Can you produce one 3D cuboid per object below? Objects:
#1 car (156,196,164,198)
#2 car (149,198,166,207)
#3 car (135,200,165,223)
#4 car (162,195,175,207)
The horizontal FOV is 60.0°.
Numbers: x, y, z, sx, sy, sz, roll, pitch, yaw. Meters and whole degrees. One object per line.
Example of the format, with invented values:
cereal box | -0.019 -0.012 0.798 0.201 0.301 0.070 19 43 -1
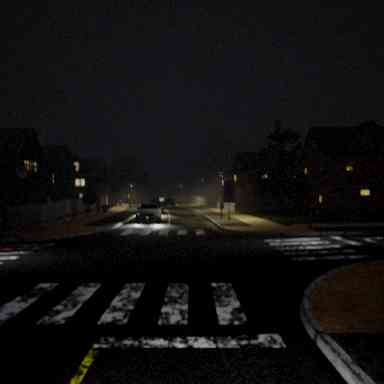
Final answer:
car | -5.343 1.656 47.036 1.837 1.490 4.892 0 0 -8
car | -4.093 1.665 36.139 1.994 1.385 4.181 0 0 -6
car | -3.348 1.583 26.299 1.812 1.442 4.674 0 0 -3
car | -3.965 1.724 56.788 1.837 1.490 4.892 0 -1 -10
